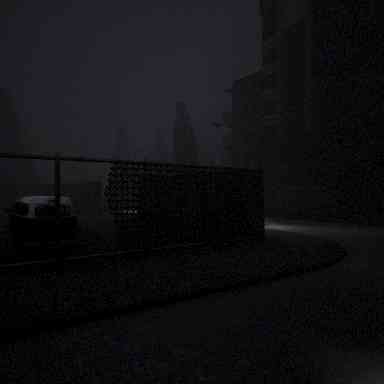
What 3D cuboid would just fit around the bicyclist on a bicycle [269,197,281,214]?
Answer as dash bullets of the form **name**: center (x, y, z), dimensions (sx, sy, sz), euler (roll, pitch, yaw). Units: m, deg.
- **bicyclist on a bicycle**: center (7.951, 1.348, 31.774), dimensions (1.656, 1.620, 0.582), euler (0, 0, -36)
